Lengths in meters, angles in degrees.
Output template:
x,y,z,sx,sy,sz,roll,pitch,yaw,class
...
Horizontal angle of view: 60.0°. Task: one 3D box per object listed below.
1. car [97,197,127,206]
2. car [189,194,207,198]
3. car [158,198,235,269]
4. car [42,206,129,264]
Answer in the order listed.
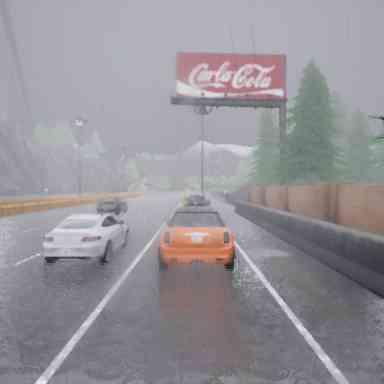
x,y,z,sx,sy,sz,roll,pitch,yaw,class
-6.858,1.201,28.903,2.128,1.511,4.902,0,1,0,car
0.692,1.024,33.060,2.097,1.767,4.553,0,1,9,car
0.125,1.243,10.846,2.097,1.767,4.553,0,1,0,car
-3.376,1.412,11.235,1.812,1.442,4.674,0,1,0,car
